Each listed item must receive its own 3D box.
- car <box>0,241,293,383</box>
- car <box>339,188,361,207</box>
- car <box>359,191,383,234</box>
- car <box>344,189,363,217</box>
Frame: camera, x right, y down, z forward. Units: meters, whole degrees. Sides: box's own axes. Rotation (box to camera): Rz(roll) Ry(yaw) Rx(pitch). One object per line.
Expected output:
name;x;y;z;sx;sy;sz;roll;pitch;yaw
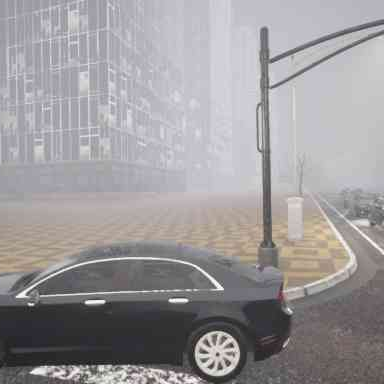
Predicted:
car;-1.093;1.505;4.778;4.892;1.490;1.837;0;0;0
car;13.008;0.453;26.793;2.128;1.511;4.902;-1;2;18
car;8.983;0.928;14.429;2.128;1.511;4.902;-1;2;18
car;11.023;0.759;20.726;1.994;1.385;4.181;-1;2;17
